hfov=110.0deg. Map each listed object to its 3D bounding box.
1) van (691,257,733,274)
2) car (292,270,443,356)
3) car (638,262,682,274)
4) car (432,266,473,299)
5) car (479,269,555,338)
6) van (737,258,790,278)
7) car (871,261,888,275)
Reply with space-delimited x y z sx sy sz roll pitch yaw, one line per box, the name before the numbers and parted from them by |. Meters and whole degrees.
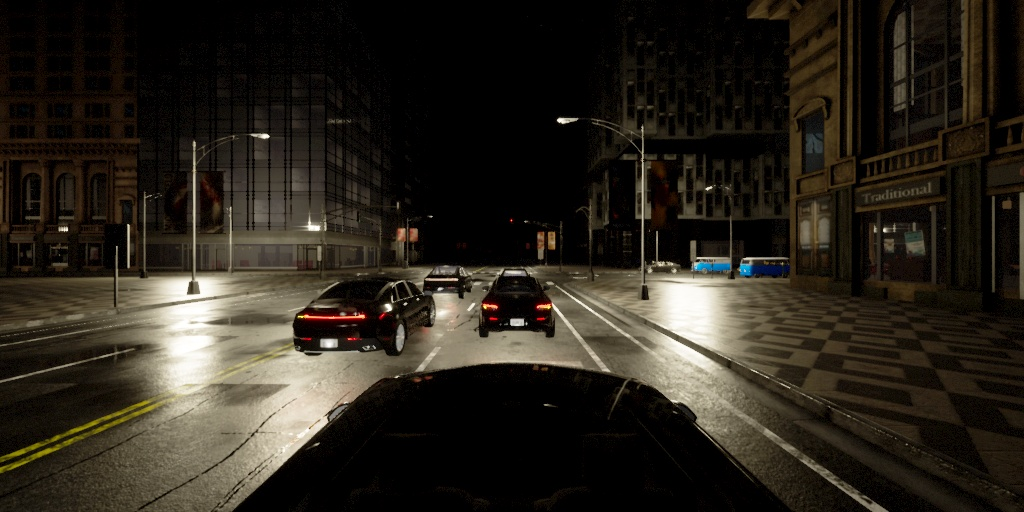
van | 21.596 1.039 38.790 3.998 1.789 1.690 0 0 0
car | -3.134 1.254 8.580 1.837 1.490 4.892 0 0 0
car | 15.977 1.260 38.829 4.403 1.370 2.007 0 0 0
car | -3.108 1.240 17.994 2.128 1.511 4.902 0 0 0
car | 0.122 1.275 10.075 1.812 1.442 4.674 0 0 0
van | 21.537 1.030 30.265 3.998 1.789 1.690 0 0 0
car | 32.774 1.249 30.186 4.207 1.307 1.802 0 0 0
